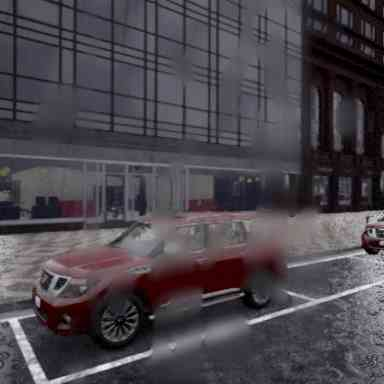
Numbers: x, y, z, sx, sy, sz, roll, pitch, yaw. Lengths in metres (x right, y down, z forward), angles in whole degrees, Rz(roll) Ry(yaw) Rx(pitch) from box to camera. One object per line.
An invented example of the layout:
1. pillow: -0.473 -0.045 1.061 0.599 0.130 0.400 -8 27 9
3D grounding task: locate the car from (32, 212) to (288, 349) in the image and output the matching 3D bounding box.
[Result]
1. car: -0.263 1.347 6.466 5.009 1.841 2.192 1 -1 -36

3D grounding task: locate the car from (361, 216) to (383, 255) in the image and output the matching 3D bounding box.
1. car: 8.571 1.448 12.768 5.009 1.841 2.192 1 -1 -36
